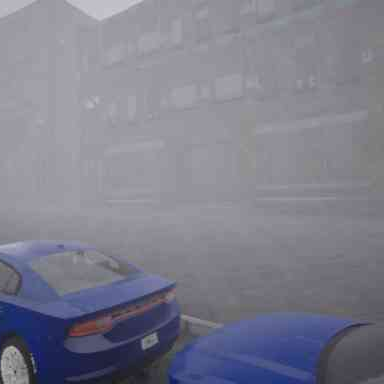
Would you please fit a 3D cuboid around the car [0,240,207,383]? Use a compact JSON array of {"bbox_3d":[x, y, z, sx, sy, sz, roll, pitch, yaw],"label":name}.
[{"bbox_3d":[-2.486,1.483,5.075,5.008,1.535,2.097,0,0,35],"label":"car"}]
